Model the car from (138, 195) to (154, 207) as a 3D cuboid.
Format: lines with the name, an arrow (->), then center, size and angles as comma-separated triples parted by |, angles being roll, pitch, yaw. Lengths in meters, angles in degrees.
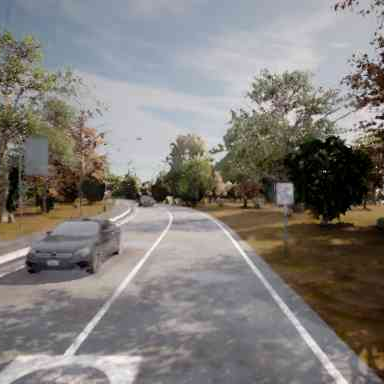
car -> -7.108, 1.404, 51.588 | 2.097, 1.767, 4.553 | 1, 0, -13

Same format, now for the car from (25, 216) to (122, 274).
car -> -3.500, 1.546, 10.741 | 1.812, 1.442, 4.674 | 0, 0, 1
